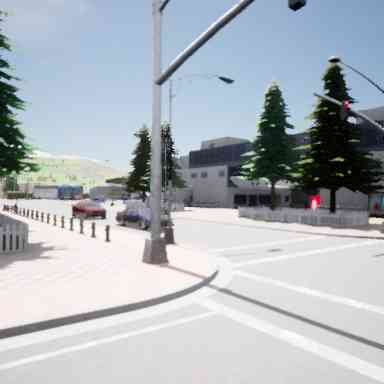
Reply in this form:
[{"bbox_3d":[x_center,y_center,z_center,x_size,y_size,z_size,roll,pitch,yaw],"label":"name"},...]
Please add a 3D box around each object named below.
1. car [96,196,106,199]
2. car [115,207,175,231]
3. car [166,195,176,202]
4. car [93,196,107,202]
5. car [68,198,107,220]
[{"bbox_3d":[-20.499,1.711,73.937,1.845,1.501,3.633,1,-1,-37],"label":"car"},{"bbox_3d":[-3.297,1.687,22.209,2.033,1.411,5.357,1,-1,-37],"label":"car"},{"bbox_3d":[-5.499,1.665,84.912,1.932,1.855,4.605,1,-1,-37],"label":"car"},{"bbox_3d":[-22.533,1.756,81.670,1.970,1.475,3.806,1,-1,-37],"label":"car"},{"bbox_3d":[-9.406,1.614,30.288,1.882,1.535,5.008,1,-1,-37],"label":"car"}]
